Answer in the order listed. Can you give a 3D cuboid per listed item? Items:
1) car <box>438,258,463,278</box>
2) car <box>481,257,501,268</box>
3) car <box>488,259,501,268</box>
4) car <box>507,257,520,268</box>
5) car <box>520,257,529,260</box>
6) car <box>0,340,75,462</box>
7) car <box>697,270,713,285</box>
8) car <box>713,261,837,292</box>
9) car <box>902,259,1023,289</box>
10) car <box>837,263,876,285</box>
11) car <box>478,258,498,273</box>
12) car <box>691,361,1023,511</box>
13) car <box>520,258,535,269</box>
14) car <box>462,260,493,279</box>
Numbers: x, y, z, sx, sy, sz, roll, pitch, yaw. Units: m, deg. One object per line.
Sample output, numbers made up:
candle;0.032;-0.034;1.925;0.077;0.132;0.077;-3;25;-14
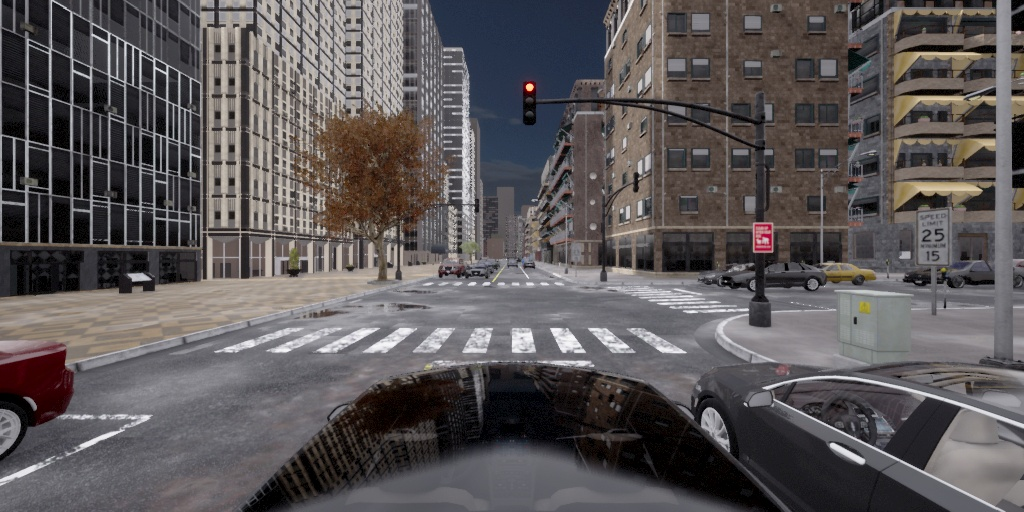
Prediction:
car;-5.682;1.078;34.393;2.192;1.841;5.009;0;0;0
car;-3.074;1.130;52.408;2.097;1.767;4.553;0;0;0
car;-3.030;1.281;62.786;2.128;1.511;4.902;0;0;0
car;0.129;1.338;63.618;2.033;1.411;5.357;0;0;0
car;2.708;1.314;62.174;1.751;1.417;4.829;0;0;0
car;-5.691;1.295;2.005;1.888;1.381;4.507;0;0;0
car;13.441;1.095;21.415;4.403;1.370;2.007;0;0;-1
car;13.656;1.047;18.837;4.892;1.490;1.837;-1;0;0
car;24.101;0.945;18.928;5.357;1.411;2.033;-1;0;0
car;18.838;0.992;21.468;4.829;1.417;1.751;0;0;-1
car;-3.088;1.317;42.259;2.033;1.411;5.357;0;0;0
car;2.689;1.300;2.002;2.007;1.370;4.403;0;0;0
car;2.706;1.348;56.481;1.948;1.339;4.313;0;0;0
car;-3.082;1.326;32.874;1.994;1.385;4.181;0;0;1
